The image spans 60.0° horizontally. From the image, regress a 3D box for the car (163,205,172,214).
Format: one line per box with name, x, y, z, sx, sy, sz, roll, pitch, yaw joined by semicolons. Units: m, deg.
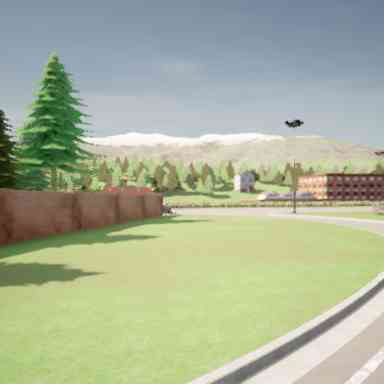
car;-4.855;2.325;45.798;4.181;1.385;1.994;0;-1;8
